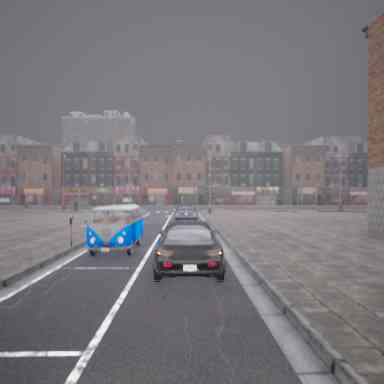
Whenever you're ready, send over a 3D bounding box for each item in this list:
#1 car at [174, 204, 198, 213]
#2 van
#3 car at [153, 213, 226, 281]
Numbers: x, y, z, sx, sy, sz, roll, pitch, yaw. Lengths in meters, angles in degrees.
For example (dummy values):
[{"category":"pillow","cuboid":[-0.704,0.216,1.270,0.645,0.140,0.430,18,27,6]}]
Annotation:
[{"category":"car","cuboid":[-0.462,1.670,26.547,2.033,1.411,5.357,0,0,-1]},{"category":"van","cuboid":[-2.915,1.400,13.077,1.690,1.788,3.998,-1,0,-1]},{"category":"car","cuboid":[-0.101,1.569,9.872,1.812,1.442,4.674,0,0,-1]}]
